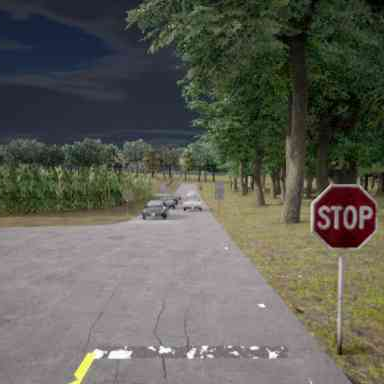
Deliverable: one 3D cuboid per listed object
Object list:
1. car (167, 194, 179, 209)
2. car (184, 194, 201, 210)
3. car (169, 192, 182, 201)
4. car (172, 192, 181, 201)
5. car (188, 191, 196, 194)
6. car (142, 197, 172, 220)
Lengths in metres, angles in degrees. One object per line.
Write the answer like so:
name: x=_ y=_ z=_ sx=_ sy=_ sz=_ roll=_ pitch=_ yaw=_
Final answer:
car: x=-2.904 y=1.227 z=38.282 sx=1.994 sy=1.385 sz=4.181 roll=0 pitch=1 yaw=0
car: x=0.043 y=1.288 z=37.061 sx=1.895 sy=1.301 sz=4.718 roll=0 pitch=1 yaw=0
car: x=-2.885 y=0.771 z=58.251 sx=1.994 sy=1.385 sz=4.181 roll=0 pitch=1 yaw=0
car: x=-2.913 y=1.043 z=48.232 sx=1.895 sy=1.301 sz=4.718 roll=0 pitch=1 yaw=0
car: x=-0.002 y=0.542 z=66.247 sx=1.812 sy=1.442 sz=4.674 roll=0 pitch=1 yaw=0
car: x=-2.891 y=1.375 z=27.009 sx=1.812 sy=1.442 sz=4.674 roll=0 pitch=1 yaw=0
